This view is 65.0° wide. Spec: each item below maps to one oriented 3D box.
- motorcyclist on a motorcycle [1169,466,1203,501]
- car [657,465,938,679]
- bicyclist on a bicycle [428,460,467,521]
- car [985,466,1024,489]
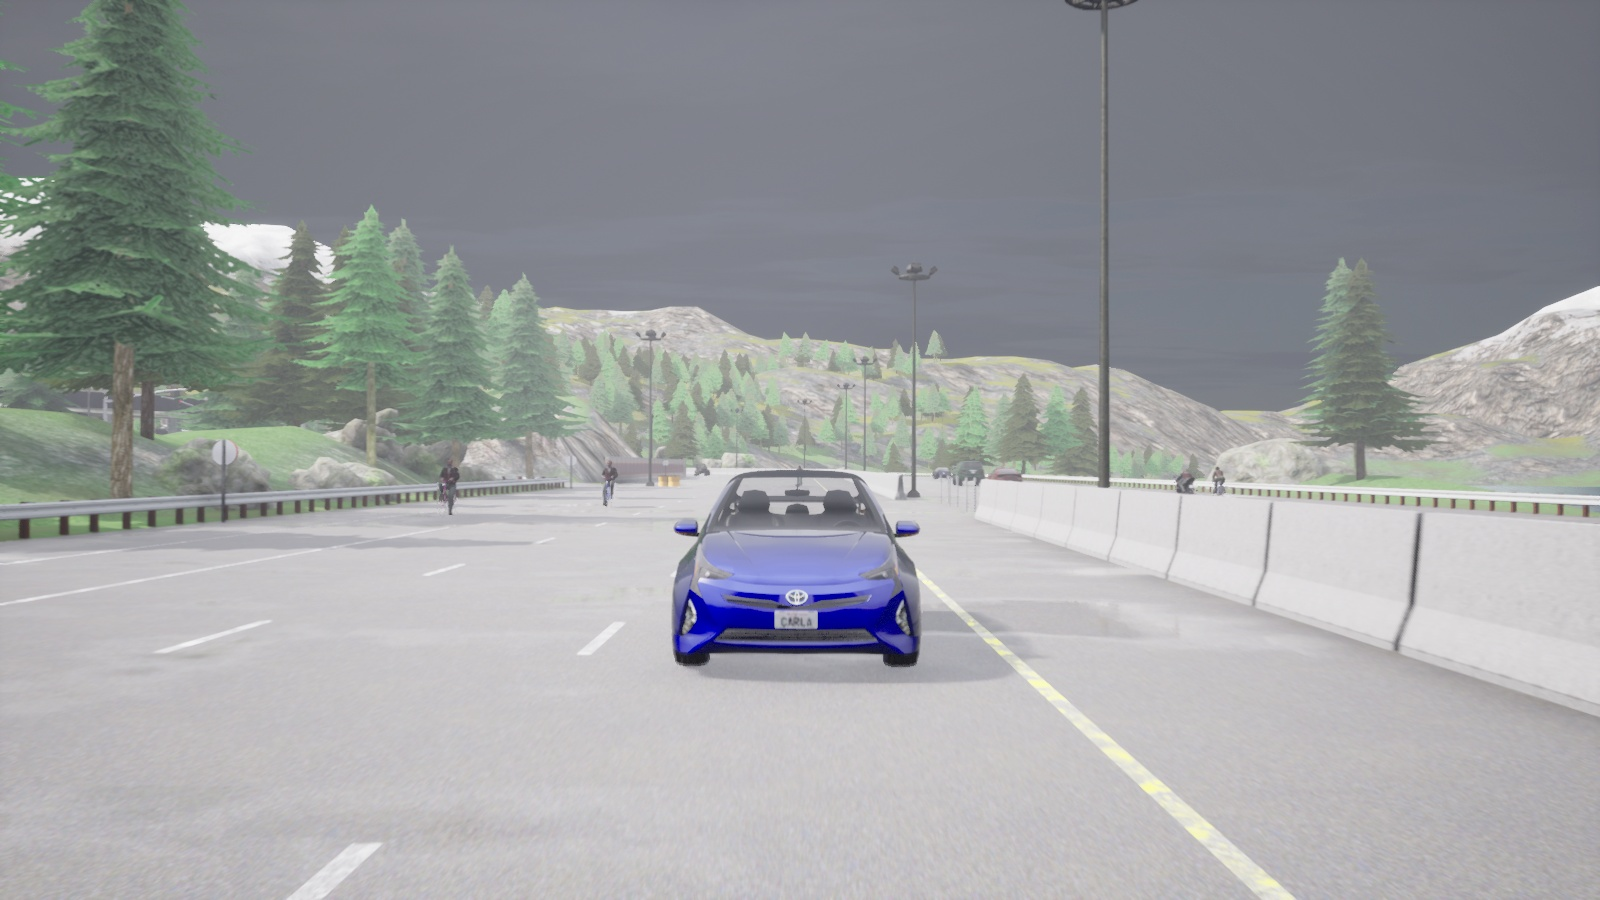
[{"bbox_3d":[17.563,1.520,57.232,0.866,1.530,2.191,-1,-1,1],"label":"motorcyclist on a motorcycle"},{"bbox_3d":[-0.020,0.902,11.232,2.007,1.525,4.514,0,-1,0],"label":"car"},{"bbox_3d":[-10.513,1.211,37.518,0.659,1.776,1.843,0,-1,0],"label":"bicyclist on a bicycle"},{"bbox_3d":[13.998,1.855,86.167,1.882,1.535,5.008,0,-1,0],"label":"car"}]
